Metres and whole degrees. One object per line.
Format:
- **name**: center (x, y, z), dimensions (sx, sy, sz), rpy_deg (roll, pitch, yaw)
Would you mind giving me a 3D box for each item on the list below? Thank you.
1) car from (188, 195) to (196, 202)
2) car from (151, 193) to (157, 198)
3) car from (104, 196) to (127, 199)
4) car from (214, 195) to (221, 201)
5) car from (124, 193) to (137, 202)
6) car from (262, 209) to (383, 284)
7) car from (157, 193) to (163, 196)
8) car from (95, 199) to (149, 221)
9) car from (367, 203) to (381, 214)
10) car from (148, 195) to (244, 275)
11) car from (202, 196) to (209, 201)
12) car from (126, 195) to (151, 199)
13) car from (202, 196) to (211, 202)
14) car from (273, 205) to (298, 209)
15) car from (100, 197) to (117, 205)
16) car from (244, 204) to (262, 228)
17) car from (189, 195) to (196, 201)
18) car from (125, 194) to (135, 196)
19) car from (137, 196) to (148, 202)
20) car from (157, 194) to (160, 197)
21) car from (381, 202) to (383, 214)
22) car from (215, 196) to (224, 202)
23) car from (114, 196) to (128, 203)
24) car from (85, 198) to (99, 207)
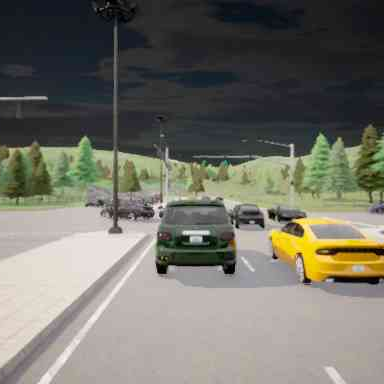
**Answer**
- **car**: center (0.018, 1.608, 82.849), dimensions (1.882, 1.535, 5.008), rpy_deg (0, 0, 1)
- **car**: center (-8.007, 1.446, 59.619), dimensions (2.097, 1.767, 4.553), rpy_deg (0, 0, 0)
- **car**: center (-11.616, 1.605, 50.195), dimensions (1.812, 1.442, 4.674), rpy_deg (0, 0, 1)
- **car**: center (7.246, 1.625, 94.353), dimensions (1.882, 1.535, 5.008), rpy_deg (0, 0, 2)
- **car**: center (-14.996, 1.352, 81.227), dimensions (2.150, 2.045, 5.566), rpy_deg (0, 0, 0)
- **car**: center (3.597, 1.493, 9.654), dimensions (1.882, 1.535, 5.008), rpy_deg (0, 0, 0)
- **car**: center (-8.006, 1.349, 78.620), dimensions (2.150, 2.045, 5.566), rpy_deg (0, 0, 0)
- **car**: center (-5.386, 1.549, 27.396), dimensions (4.892, 1.490, 1.837), rpy_deg (0, -2, 33)
- **car**: center (20.832, 1.580, 34.862), dimensions (4.674, 1.442, 1.812), rpy_deg (0, 0, 1)
- **car**: center (0.099, 1.238, 10.695), dimensions (2.150, 2.045, 5.566), rpy_deg (0, 0, 0)
- **car**: center (3.745, 1.743, 94.336), dimensions (1.895, 1.301, 4.718), rpy_deg (0, 0, 2)
- **car**: center (-8.070, 1.571, 50.539), dimensions (2.128, 1.511, 4.902), rpy_deg (0, 0, 0)
- **car**: center (3.502, 1.652, 80.960), dimensions (2.128, 1.511, 4.902), rpy_deg (0, 0, 1)
- **car**: center (7.097, 1.641, 25.624), dimensions (1.895, 1.301, 4.718), rpy_deg (0, 0, 0)
- **car**: center (-15.007, 1.600, 60.297), dimensions (1.837, 1.490, 4.892), rpy_deg (0, 0, 0)
- **car**: center (3.598, 1.542, 22.364), dimensions (1.837, 1.490, 4.892), rpy_deg (0, 0, 0)
- **car**: center (0.242, 1.700, 94.290), dimensions (1.994, 1.385, 4.181), rpy_deg (0, 0, 2)
- **car**: center (-11.507, 1.619, 59.160), dimensions (1.812, 1.442, 4.674), rpy_deg (0, 0, 0)
- **car**: center (-11.507, 1.675, 78.163), dimensions (1.994, 1.385, 4.181), rpy_deg (0, 0, 0)
- **car**: center (-8.008, 1.666, 68.128), dimensions (1.994, 1.385, 4.181), rpy_deg (0, 0, 0)
- **car**: center (21.115, 1.540, 31.358), dimensions (4.902, 1.511, 2.128), rpy_deg (0, 0, 1)
- **car**: center (7.033, 1.727, 84.413), dimensions (1.895, 1.301, 4.718), rpy_deg (0, 0, 1)
- **car**: center (-15.008, 1.589, 70.685), dimensions (1.882, 1.535, 5.008), rpy_deg (0, 0, 0)
- **car**: center (-15.059, 1.645, 51.625), dimensions (1.994, 1.385, 4.181), rpy_deg (0, 0, 0)
